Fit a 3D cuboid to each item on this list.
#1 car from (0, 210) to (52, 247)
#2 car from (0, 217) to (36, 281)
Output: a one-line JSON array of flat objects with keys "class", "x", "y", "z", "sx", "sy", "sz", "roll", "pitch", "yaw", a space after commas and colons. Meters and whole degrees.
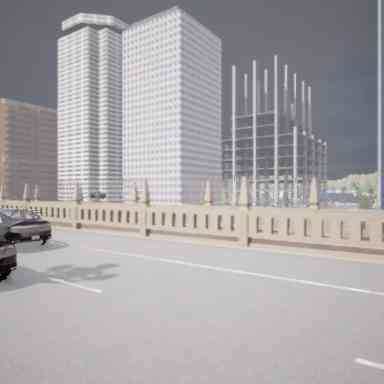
[{"class": "car", "x": -7.845, "y": 1.492, "z": 13.872, "sx": 4.902, "sy": 1.511, "sz": 2.128, "roll": 0, "pitch": 0, "yaw": 35}, {"class": "car", "x": -6.430, "y": 1.492, "z": 8.577, "sx": 4.902, "sy": 1.511, "sz": 2.128, "roll": 0, "pitch": 0, "yaw": 35}]
